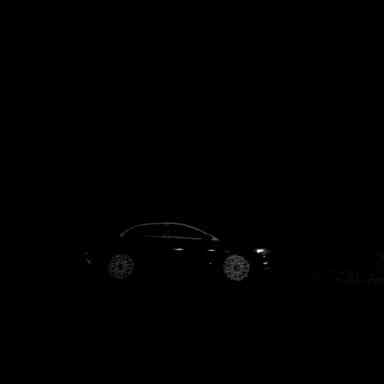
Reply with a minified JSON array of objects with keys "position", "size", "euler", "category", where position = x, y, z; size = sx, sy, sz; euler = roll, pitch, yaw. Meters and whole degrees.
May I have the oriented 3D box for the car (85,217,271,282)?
[{"position":[-0.357,1.464,9.107],"size":[4.902,1.511,2.128],"euler":[0,0,1],"category":"car"}]
